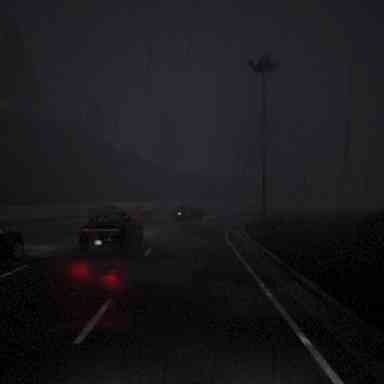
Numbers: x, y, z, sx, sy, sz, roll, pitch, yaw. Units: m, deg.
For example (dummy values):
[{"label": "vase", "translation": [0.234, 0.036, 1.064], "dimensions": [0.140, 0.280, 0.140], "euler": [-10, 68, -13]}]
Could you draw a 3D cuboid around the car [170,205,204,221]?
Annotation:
[{"label": "car", "translation": [-0.379, 1.855, 30.300], "dimensions": [1.994, 1.385, 4.181], "euler": [0, -1, 20]}]

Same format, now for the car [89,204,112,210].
[{"label": "car", "translation": [-7.851, 1.821, 30.863], "dimensions": [1.812, 1.442, 4.674], "euler": [0, -1, 17]}]

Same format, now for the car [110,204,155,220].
[{"label": "car", "translation": [-4.805, 1.872, 28.346], "dimensions": [1.895, 1.301, 4.718], "euler": [0, -1, 16]}]

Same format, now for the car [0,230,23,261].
[{"label": "car", "translation": [-6.905, 1.572, 9.793], "dimensions": [1.882, 1.535, 5.008], "euler": [0, -1, 0]}]

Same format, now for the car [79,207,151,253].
[{"label": "car", "translation": [-3.316, 1.630, 14.395], "dimensions": [2.128, 1.511, 4.902], "euler": [0, -1, 1]}]
